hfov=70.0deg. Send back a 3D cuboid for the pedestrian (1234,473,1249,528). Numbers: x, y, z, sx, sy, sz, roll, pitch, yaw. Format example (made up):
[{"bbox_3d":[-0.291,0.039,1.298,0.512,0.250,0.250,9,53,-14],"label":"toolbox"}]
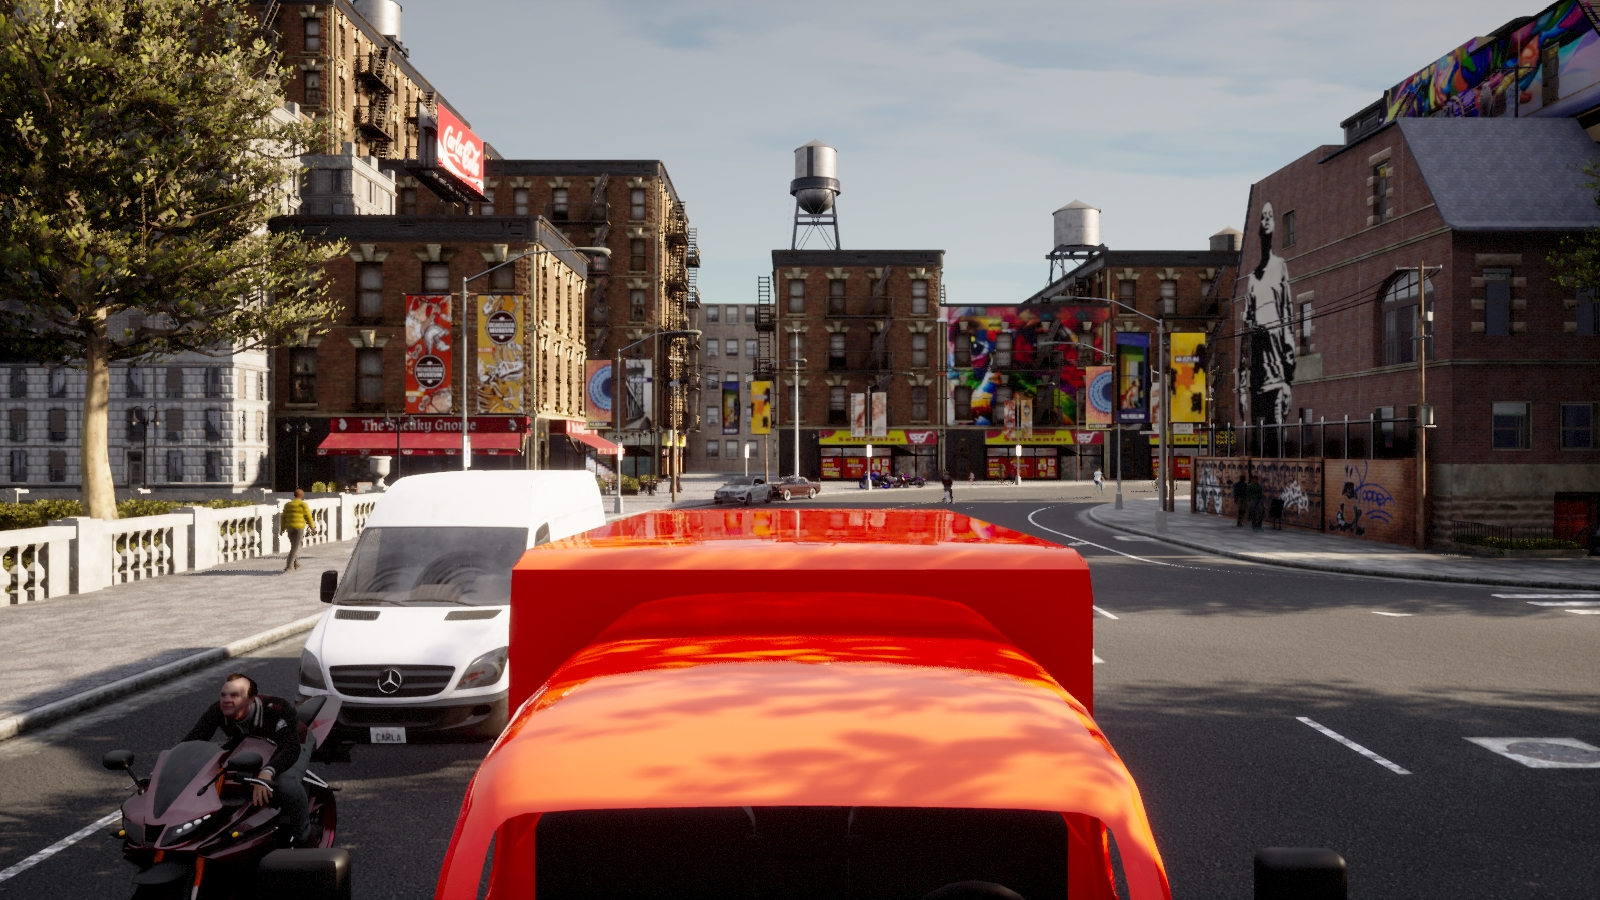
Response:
[{"bbox_3d":[14.968,1.711,38.735,0.375,1.860,0.375,0,0,-2],"label":"pedestrian"}]

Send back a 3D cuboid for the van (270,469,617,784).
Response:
[{"bbox_3d":[-3.487,1.540,12.614,1.988,2.561,5.915,0,0,0],"label":"van"}]

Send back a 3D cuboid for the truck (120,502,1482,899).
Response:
[{"bbox_3d":[-0.002,1.571,4.805,2.627,2.467,5.204,0,0,0],"label":"truck"}]

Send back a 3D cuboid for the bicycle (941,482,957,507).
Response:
[{"bbox_3d":[7.462,2.232,57.301,0.329,1.171,1.835,0,0,22],"label":"bicycle"}]

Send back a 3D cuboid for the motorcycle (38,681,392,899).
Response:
[{"bbox_3d":[-3.264,2.208,6.698,0.867,1.251,2.209,0,0,3],"label":"motorcycle"}]

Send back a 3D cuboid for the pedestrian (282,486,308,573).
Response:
[{"bbox_3d":[-10.874,1.707,24.599,0.375,1.860,0.375,0,0,5],"label":"pedestrian"}]

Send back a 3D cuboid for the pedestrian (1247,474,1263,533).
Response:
[{"bbox_3d":[14.597,1.711,36.653,0.375,1.860,0.375,0,0,-1],"label":"pedestrian"}]
